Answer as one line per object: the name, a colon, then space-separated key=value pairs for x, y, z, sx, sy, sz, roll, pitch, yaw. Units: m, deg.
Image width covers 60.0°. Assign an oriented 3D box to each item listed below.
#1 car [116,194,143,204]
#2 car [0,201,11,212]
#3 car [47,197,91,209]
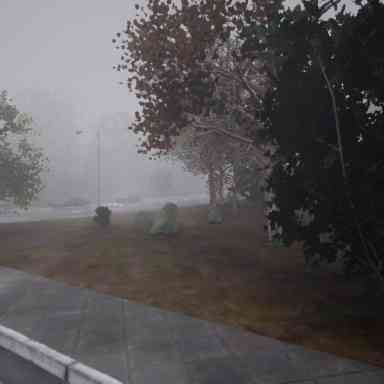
car: x=-9.619 y=0.982 z=51.069 sx=1.994 sy=1.385 sz=4.181 roll=0 pitch=3 yaw=39
car: x=-22.141 y=1.531 z=35.548 sx=1.837 sy=1.490 sz=4.892 roll=0 pitch=1 yaw=39
car: x=-15.903 y=1.354 z=43.290 sx=2.033 sy=1.411 sz=5.357 roll=0 pitch=2 yaw=39
